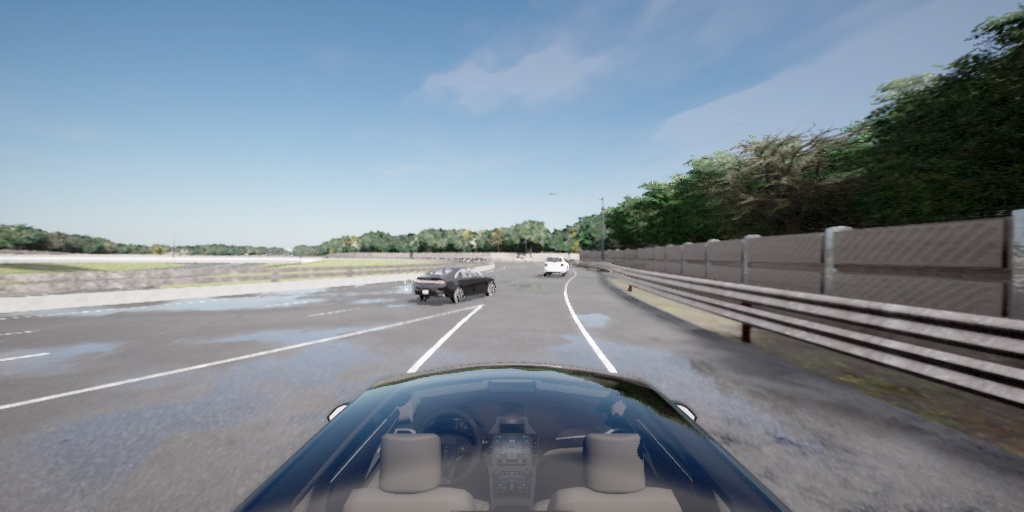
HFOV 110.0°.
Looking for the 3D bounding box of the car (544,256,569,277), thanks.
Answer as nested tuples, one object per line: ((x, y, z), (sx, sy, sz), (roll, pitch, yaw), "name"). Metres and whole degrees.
((4.653, 1.048, 37.450), (2.150, 2.045, 5.566), (1, 0, 13), "car")

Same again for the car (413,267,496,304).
((-2.439, 1.237, 16.415), (2.128, 1.511, 4.902), (1, 0, 24), "car")
